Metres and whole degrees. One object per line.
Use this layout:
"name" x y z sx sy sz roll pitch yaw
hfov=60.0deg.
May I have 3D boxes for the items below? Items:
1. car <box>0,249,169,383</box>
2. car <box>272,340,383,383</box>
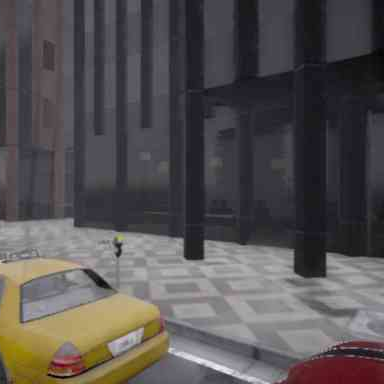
"car" -2.559 1.514 4.794 4.829 1.417 1.752 0 0 36
"car" 2.152 1.443 1.430 4.097 1.590 1.967 0 0 36
